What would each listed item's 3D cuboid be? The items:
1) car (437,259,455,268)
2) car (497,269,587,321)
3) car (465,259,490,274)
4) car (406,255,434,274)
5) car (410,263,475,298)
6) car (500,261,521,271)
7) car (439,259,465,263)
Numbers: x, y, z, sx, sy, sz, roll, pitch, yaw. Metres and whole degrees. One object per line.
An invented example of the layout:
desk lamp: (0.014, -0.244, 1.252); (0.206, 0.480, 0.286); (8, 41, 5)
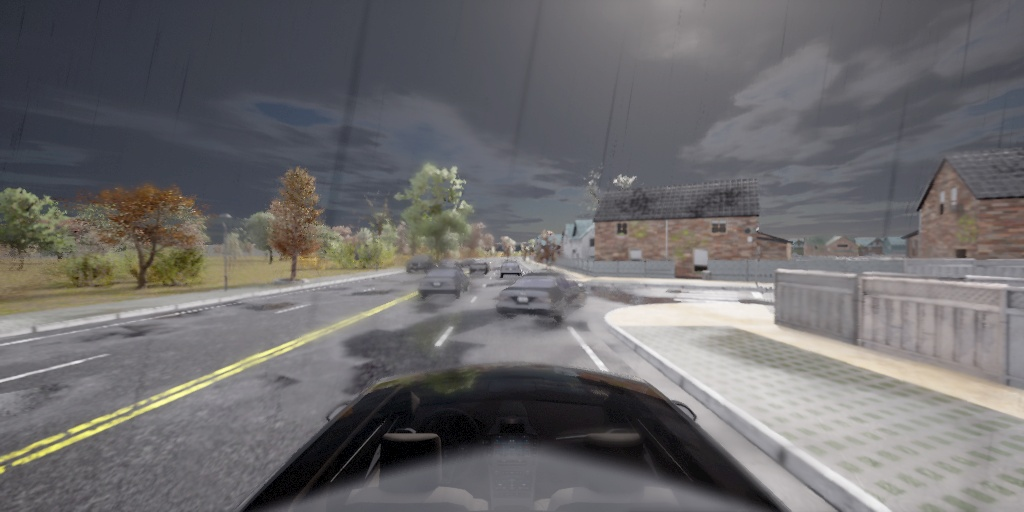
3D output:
car: (-10.242, 1.151, 56.084); (1.994, 1.385, 4.181); (0, 0, 0)
car: (1.239, 1.268, 12.427); (2.033, 1.411, 5.357); (0, 0, 21)
car: (-3.433, 1.135, 38.705); (2.128, 1.511, 4.902); (0, 0, 0)
car: (-10.137, 0.867, 40.126); (2.150, 2.045, 5.566); (0, 0, 0)
car: (-3.257, 1.253, 17.978); (2.033, 1.411, 5.357); (0, 0, 0)
car: (-0.136, 1.206, 33.227); (2.033, 1.411, 5.357); (0, 0, 0)
car: (-6.886, 1.133, 40.000); (2.128, 1.511, 4.902); (0, 0, 0)
